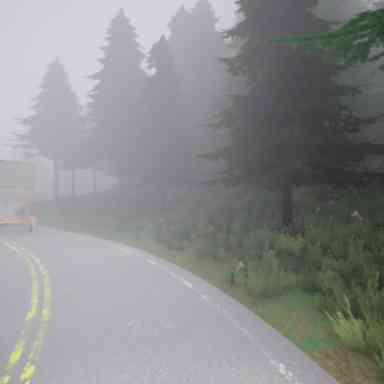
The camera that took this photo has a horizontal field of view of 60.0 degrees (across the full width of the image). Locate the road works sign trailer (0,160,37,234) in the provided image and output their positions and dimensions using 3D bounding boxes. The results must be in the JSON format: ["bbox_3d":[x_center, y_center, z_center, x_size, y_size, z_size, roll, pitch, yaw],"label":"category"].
[{"bbox_3d":[-9.309,0.199,16.790,2.380,3.560,2.880,3,0,-39],"label":"road works sign trailer"}]

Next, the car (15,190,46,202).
[{"bbox_3d":[-21.661,0.475,44.739,2.097,1.767,4.553,-2,1,6],"label":"car"}]
